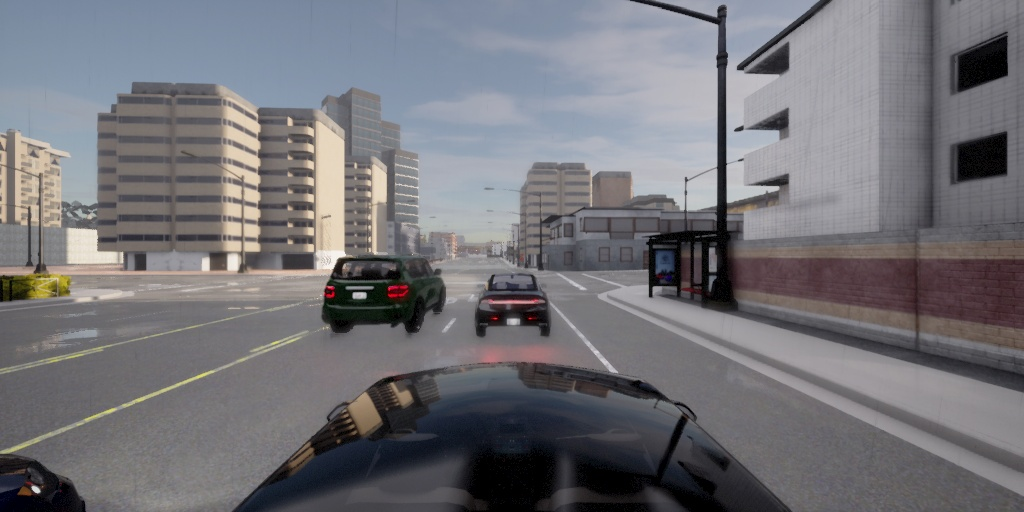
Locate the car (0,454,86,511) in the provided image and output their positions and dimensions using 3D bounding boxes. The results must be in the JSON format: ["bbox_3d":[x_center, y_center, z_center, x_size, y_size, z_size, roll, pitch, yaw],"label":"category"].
[{"bbox_3d":[-3.456,1.314,0.273,1.994,1.385,4.181,0,0,1],"label":"car"}]

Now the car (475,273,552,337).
[{"bbox_3d":[0.010,1.241,10.337,2.128,1.511,4.902,0,0,-1],"label":"car"}]

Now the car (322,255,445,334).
[{"bbox_3d":[-3.479,0.974,10.787,2.150,2.045,5.566,0,0,-1],"label":"car"}]
